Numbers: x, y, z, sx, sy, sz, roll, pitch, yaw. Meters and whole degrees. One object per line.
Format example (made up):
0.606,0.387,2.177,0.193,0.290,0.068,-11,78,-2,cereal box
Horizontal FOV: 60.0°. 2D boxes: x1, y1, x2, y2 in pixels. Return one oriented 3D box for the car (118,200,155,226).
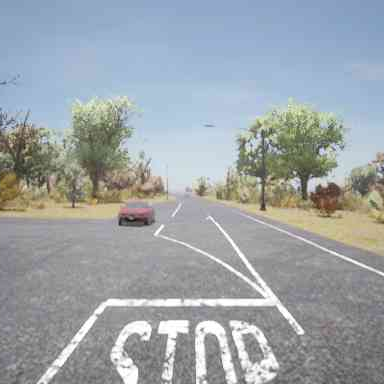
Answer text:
-3.539,1.297,21.894,1.882,1.535,5.008,1,-1,0,car
